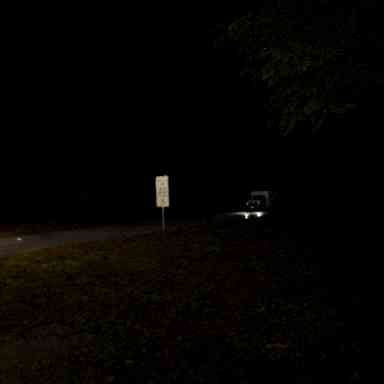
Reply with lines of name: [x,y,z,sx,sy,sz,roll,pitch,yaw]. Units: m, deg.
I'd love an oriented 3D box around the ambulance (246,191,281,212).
ambulance: [8.897,1.111,41.560,2.351,2.431,6.366,-3,-2,35]
